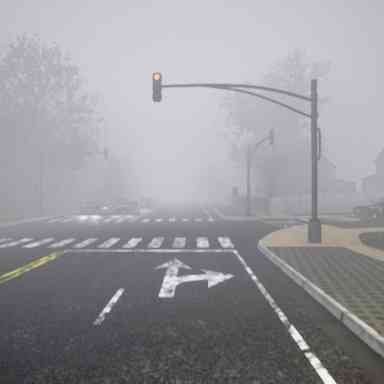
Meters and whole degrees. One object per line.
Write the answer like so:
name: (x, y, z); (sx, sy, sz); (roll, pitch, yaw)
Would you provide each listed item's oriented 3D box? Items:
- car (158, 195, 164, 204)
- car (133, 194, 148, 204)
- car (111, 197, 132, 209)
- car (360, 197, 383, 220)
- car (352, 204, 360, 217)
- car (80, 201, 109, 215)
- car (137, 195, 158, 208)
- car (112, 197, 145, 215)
car: (-6.511, 1.372, 63.044); (2.097, 1.767, 4.553); (0, 0, 1)
car: (-9.750, 1.373, 63.691); (2.097, 1.767, 4.553); (0, 0, 1)
car: (-9.812, 1.512, 46.548); (1.837, 1.490, 4.892); (0, 0, 0)
car: (12.869, 1.041, 19.636); (4.718, 1.301, 1.895); (-2, -1, -6)
car: (13.176, 1.023, 22.621); (4.181, 1.385, 1.994); (-2, -1, -6)
car: (-9.825, 1.564, 33.788); (1.994, 1.385, 4.181); (0, 0, 0)
car: (-6.561, 1.497, 48.000); (2.128, 1.511, 4.902); (0, 0, 0)
car: (-6.576, 1.548, 34.480); (2.033, 1.411, 5.357); (0, 0, 0)
